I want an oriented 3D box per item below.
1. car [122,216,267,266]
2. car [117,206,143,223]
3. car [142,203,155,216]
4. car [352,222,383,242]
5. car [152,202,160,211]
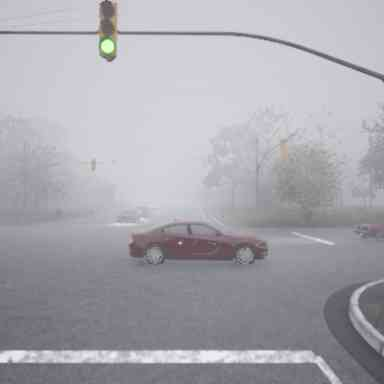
[{"bbox_3d":[0.204,1.767,12.136,5.008,1.535,1.882,0,-2,1],"label":"car"},{"bbox_3d":[-7.101,2.663,37.407,1.994,1.385,4.181,0,-1,0],"label":"car"},{"bbox_3d":[-7.094,2.718,47.751,2.128,1.511,4.902,0,0,0],"label":"car"},{"bbox_3d":[11.949,2.134,19.253,4.718,1.301,1.895,0,-2,-2],"label":"car"},{"bbox_3d":[-7.036,2.658,61.194,1.812,1.442,4.674,0,1,0],"label":"car"}]
